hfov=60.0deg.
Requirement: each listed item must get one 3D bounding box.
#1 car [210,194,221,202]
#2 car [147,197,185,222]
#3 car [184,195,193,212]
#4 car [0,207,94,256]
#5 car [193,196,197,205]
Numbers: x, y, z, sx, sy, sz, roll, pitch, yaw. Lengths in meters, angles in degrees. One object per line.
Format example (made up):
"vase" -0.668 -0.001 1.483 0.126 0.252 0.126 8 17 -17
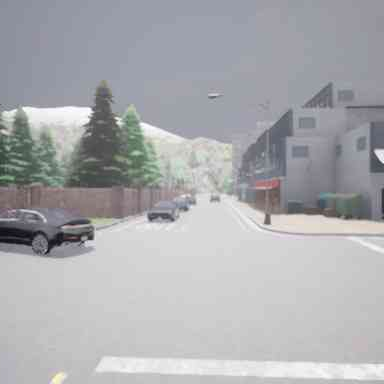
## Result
"car" 4.321 1.060 61.925 2.033 1.411 5.357 0 0 4
"car" -1.969 1.349 24.836 2.033 1.411 5.357 0 0 4
"car" -1.272 1.249 34.844 1.812 1.442 4.674 0 0 4
"car" -5.926 1.306 12.241 4.902 1.511 2.128 2 0 22
"car" -0.345 1.185 47.836 1.994 1.385 4.181 0 0 4
